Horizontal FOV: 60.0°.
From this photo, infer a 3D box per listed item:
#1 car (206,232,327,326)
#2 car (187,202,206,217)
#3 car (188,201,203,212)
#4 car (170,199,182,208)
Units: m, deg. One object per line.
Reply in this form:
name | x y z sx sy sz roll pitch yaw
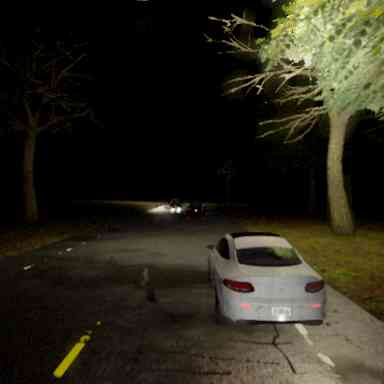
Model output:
car | 1.320 1.584 7.130 1.812 1.442 4.674 0 0 1
car | 0.468 1.870 35.449 1.994 1.385 4.181 0 0 2
car | 0.543 1.995 45.486 1.895 1.301 4.718 0 -1 2
car | -2.845 2.017 59.118 2.128 1.511 4.902 0 -1 1
